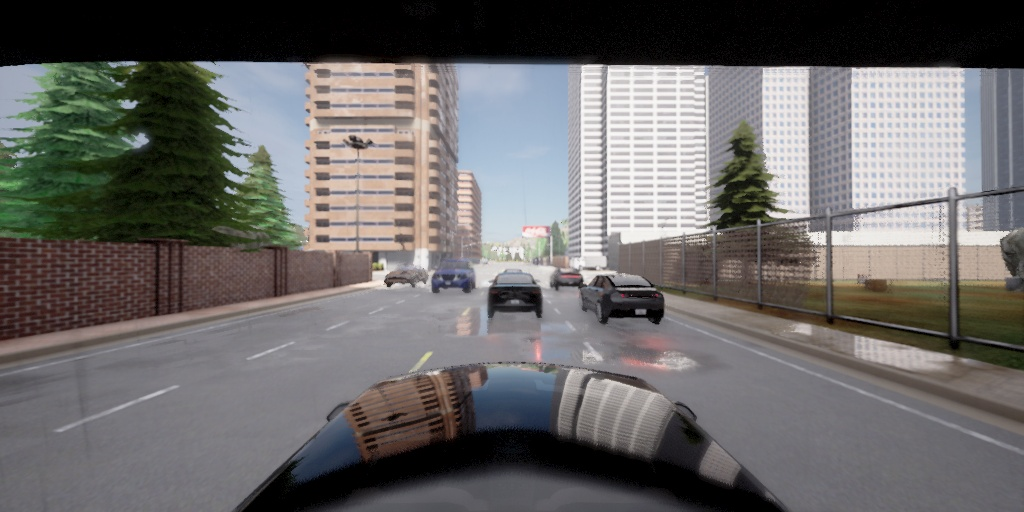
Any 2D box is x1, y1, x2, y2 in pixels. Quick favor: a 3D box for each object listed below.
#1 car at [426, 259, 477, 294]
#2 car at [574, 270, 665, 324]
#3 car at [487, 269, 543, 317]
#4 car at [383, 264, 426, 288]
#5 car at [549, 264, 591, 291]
[{"bbox_3d":[-3.518,1.202,22.604,2.150,2.045,5.566,0,-1,0],"label":"car"},{"bbox_3d":[3.608,1.369,12.476,1.837,1.490,4.892,0,-1,0],"label":"car"},{"bbox_3d":[0.104,1.359,13.863,1.882,1.535,5.008,0,-1,0],"label":"car"},{"bbox_3d":[-6.997,1.253,24.393,2.033,1.411,5.357,0,-1,0],"label":"car"},{"bbox_3d":[3.627,1.483,24.194,2.128,1.511,4.902,0,-1,1],"label":"car"}]
